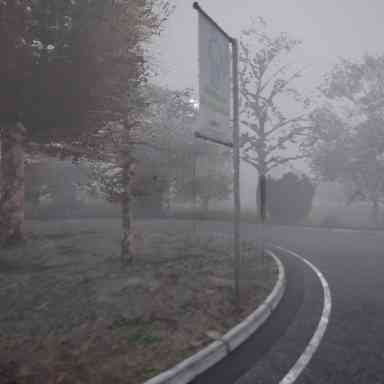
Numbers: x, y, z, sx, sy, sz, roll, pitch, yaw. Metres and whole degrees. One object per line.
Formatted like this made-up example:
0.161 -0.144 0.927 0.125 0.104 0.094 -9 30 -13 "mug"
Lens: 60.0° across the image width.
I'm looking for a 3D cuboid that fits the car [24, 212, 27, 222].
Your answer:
-16.487 2.043 27.646 5.008 1.535 1.882 0 -1 -20 "car"
